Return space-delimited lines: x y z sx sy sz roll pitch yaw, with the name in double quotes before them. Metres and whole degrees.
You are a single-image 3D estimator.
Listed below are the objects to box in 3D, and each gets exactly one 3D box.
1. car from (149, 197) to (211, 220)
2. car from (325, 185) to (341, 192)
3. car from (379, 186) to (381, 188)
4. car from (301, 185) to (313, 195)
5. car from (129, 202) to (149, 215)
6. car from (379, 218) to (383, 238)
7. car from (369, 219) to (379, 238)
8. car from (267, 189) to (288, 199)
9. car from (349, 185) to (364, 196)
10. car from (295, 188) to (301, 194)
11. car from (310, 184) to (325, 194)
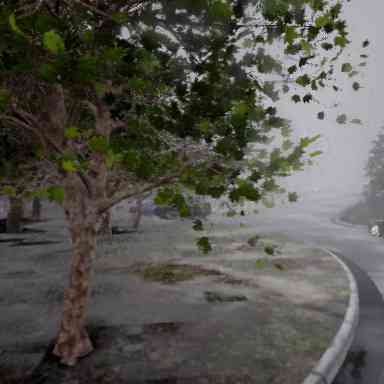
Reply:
"car" -0.901 1.443 30.601 5.566 2.045 2.150 0 -1 35
"car" 33.896 -0.932 81.340 2.163 1.488 4.792 0 3 43
"car" 33.892 -0.234 59.479 2.097 1.767 4.553 0 3 43
"car" 22.397 -0.052 69.048 1.946 1.575 5.366 0 3 43
"car" -4.116 1.770 35.968 5.357 1.411 2.033 0 0 21
"car" 6.135 1.556 8.125 2.128 1.511 4.902 0 0 24
"car" 10.605 1.627 15.833 1.837 1.490 4.892 0 0 -10
"car" 14.853 0.549 61.000 1.946 1.575 5.366 0 3 43
"car" 30.986 -0.004 61.133 1.812 1.442 4.674 0 3 43
"car" 18.628 0.247 65.020 1.946 1.575 5.366 0 3 43
"car" 26.353 -0.615 73.272 2.435 2.045 5.566 0 3 43
